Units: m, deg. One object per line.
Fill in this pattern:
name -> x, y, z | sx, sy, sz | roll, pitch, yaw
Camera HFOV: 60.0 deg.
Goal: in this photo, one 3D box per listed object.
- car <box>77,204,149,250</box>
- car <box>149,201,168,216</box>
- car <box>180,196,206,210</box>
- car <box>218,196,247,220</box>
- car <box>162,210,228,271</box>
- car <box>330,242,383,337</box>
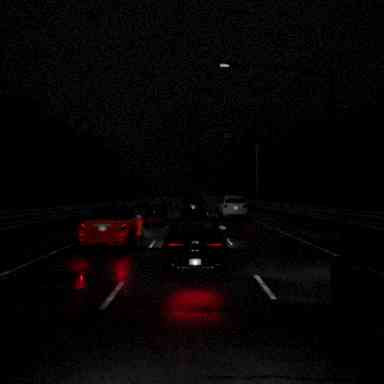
car -> -3.406, 1.418, 14.778 | 2.097, 1.767, 4.553 | 0, 0, 0
car -> -3.405, 1.633, 32.569 | 1.882, 1.535, 5.008 | 0, 0, 0
car -> 0.096, 1.364, 30.160 | 2.150, 2.045, 5.566 | 0, 0, 0
car -> 3.595, 1.363, 30.036 | 2.150, 2.045, 5.566 | 0, 0, 0
car -> 0.092, 1.554, 10.990 | 1.837, 1.490, 4.892 | 0, 0, 0
car -> 3.571, 1.241, 3.702 | 2.150, 2.045, 5.566 | 0, 0, 0
